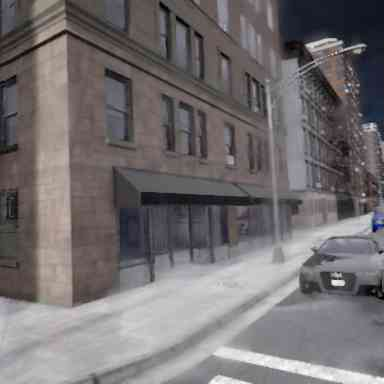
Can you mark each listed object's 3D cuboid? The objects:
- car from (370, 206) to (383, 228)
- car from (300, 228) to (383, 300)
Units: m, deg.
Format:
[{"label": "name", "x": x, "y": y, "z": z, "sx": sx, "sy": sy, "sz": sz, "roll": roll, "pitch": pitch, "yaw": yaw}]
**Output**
[{"label": "car", "x": 15.929, "y": 2.174, "z": 26.990, "sx": 2.150, "sy": 2.045, "sz": 5.566, "roll": -5, "pitch": -4, "yaw": 33}, {"label": "car", "x": 4.458, "y": 1.957, "z": 9.394, "sx": 1.994, "sy": 1.385, "sz": 4.181, "roll": -5, "pitch": -4, "yaw": 33}]
